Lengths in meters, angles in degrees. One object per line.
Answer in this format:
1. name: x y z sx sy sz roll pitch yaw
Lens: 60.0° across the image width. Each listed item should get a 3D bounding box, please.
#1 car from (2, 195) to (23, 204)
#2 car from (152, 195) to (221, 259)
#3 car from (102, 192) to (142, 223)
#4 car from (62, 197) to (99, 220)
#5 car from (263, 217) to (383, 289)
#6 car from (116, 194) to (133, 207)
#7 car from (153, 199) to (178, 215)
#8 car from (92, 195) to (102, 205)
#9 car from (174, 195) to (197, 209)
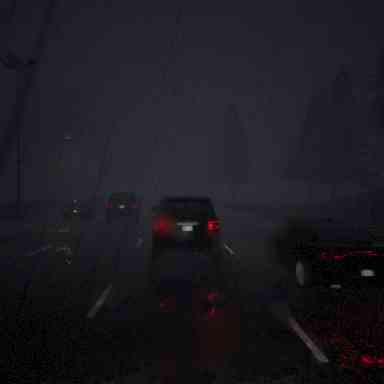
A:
1. car: -23.686 1.189 44.079 1.837 1.490 4.892 0 0 -16
2. car: -0.304 1.129 12.359 2.150 2.045 5.566 0 1 -4
3. car: -4.931 1.043 24.275 2.150 2.045 5.566 0 1 -8
4. car: -8.822 1.373 26.245 1.994 1.385 4.181 0 0 -8
5. car: 3.339 1.407 8.987 1.882 1.535 5.008 0 1 -2
6. car: -9.183 1.144 45.224 1.882 1.535 5.008 0 0 -15
7. car: -2.595 1.367 31.376 1.895 1.301 4.718 0 0 -10
8. car: -12.850 1.147 45.217 1.882 1.535 5.008 0 0 -16
9. car: -0.846 1.203 40.464 1.837 1.490 4.892 0 1 -12
